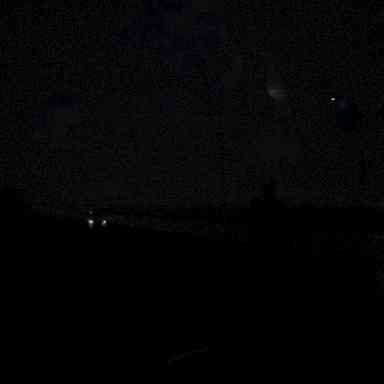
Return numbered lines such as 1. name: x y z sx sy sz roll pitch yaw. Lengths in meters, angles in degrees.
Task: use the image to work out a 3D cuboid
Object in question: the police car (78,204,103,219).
1. police car: -12.694 2.389 41.726 1.930 1.638 5.238 -2 0 -35
